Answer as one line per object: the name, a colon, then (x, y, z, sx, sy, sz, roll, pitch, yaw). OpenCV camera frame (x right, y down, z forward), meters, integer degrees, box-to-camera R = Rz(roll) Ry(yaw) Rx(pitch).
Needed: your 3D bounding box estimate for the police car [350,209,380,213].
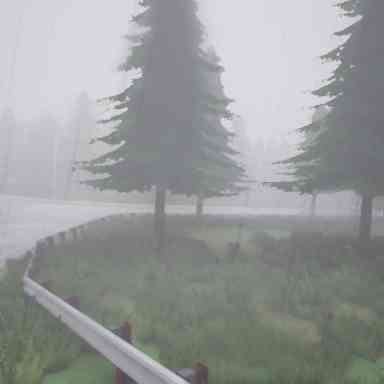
police car: (25.564, 2.524, 49.198, 5.238, 1.638, 1.930, 3, 3, -26)
